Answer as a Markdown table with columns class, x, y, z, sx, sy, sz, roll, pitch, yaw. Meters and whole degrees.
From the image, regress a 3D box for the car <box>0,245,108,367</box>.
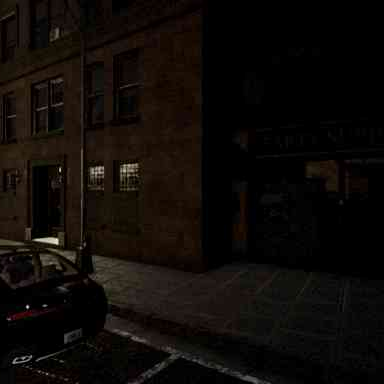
| class | x | y | z | sx | sy | sz | roll | pitch | yaw |
| --- | --- | --- | --- | --- | --- | --- | --- | --- | --- |
| car | -3.248 | 1.551 | 5.410 | 4.403 | 1.369 | 2.008 | 0 | 0 | 36 |
